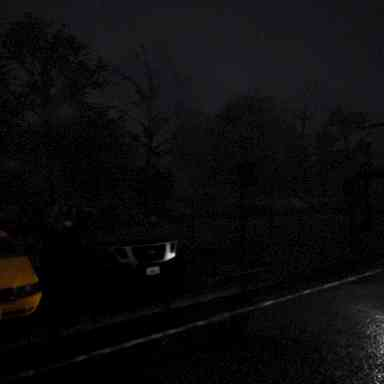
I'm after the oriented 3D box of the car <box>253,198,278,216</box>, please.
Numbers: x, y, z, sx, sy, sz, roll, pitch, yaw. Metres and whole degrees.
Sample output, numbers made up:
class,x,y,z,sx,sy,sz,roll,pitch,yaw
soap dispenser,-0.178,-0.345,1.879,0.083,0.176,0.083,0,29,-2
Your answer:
class,x,y,z,sx,sy,sz,roll,pitch,yaw
car,5.087,1.399,30.330,2.002,1.452,4.674,0,0,-36

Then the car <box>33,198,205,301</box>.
class,x,y,z,sx,sy,sz,roll,pitch,yaw
car,-2.382,1.219,8.873,2.435,2.045,5.566,0,0,-36

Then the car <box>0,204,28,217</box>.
class,x,y,z,sx,sy,sz,roll,pitch,yaw
car,-10.719,1.477,19.034,2.231,1.521,4.892,0,0,-36

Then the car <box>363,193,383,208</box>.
class,x,y,z,sx,sy,sz,roll,pitch,yaw
car,20.994,1.247,41.485,1.946,1.575,5.366,0,0,-36

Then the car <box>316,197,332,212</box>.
class,x,y,z,sx,sy,sz,roll,pitch,yaw
car,11.839,1.185,35.203,2.185,1.767,4.553,0,0,-36

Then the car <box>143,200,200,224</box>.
class,x,y,z,sx,sy,sz,roll,pitch,yaw
car,-1.669,1.438,25.465,2.163,1.488,4.792,0,0,-36

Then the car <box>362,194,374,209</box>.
class,x,y,z,sx,sy,sz,roll,pitch,yaw
car,18.613,1.294,40.046,2.163,1.488,4.792,0,0,-36

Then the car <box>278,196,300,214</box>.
class,x,y,z,sx,sy,sz,roll,pitch,yaw
car,7.347,1.342,31.944,2.097,1.535,5.008,0,0,-36

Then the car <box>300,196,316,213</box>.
class,x,y,z,sx,sy,sz,roll,pitch,yaw
car,9.602,1.367,33.561,2.002,1.452,4.674,0,0,-36

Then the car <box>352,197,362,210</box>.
class,x,y,z,sx,sy,sz,roll,pitch,yaw
car,16.376,1.281,38.403,2.231,1.521,4.892,0,0,-36

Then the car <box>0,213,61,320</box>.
class,x,y,z,sx,sy,sz,roll,pitch,yaw
car,-4.570,1.484,7.115,1.946,1.575,5.366,0,0,-36

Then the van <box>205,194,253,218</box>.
class,x,y,z,sx,sy,sz,roll,pitch,yaw
van,2.759,1.150,28.812,1.878,1.987,4.442,0,0,-36

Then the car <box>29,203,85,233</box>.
class,x,y,z,sx,sy,sz,roll,pitch,yaw
car,-8.475,1.489,20.667,2.163,1.488,4.792,0,0,-36

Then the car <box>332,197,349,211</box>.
class,x,y,z,sx,sy,sz,roll,pitch,yaw
car,14.112,1.295,36.798,2.097,1.535,5.008,0,0,-36

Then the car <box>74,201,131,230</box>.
class,x,y,z,sx,sy,sz,roll,pitch,yaw
car,-6.093,1.439,22.107,1.946,1.575,5.366,0,0,-36
